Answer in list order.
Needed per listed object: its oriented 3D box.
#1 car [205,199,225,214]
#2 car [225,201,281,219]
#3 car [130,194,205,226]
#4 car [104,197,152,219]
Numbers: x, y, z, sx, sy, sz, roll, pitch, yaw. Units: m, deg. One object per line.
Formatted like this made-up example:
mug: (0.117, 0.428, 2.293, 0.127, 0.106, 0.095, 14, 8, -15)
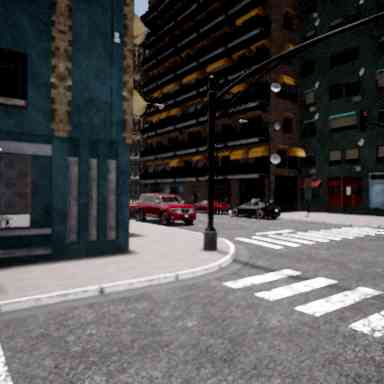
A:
car: (1.754, 1.305, 30.741, 1.802, 1.307, 4.206, 2, 0, -36)
car: (5.022, 1.370, 26.229, 1.947, 1.339, 4.313, 2, 0, -36)
car: (-1.779, 1.043, 21.345, 2.192, 1.841, 5.009, 2, 0, -36)
car: (-5.054, 1.192, 25.856, 1.887, 1.381, 4.507, 2, 0, -36)
